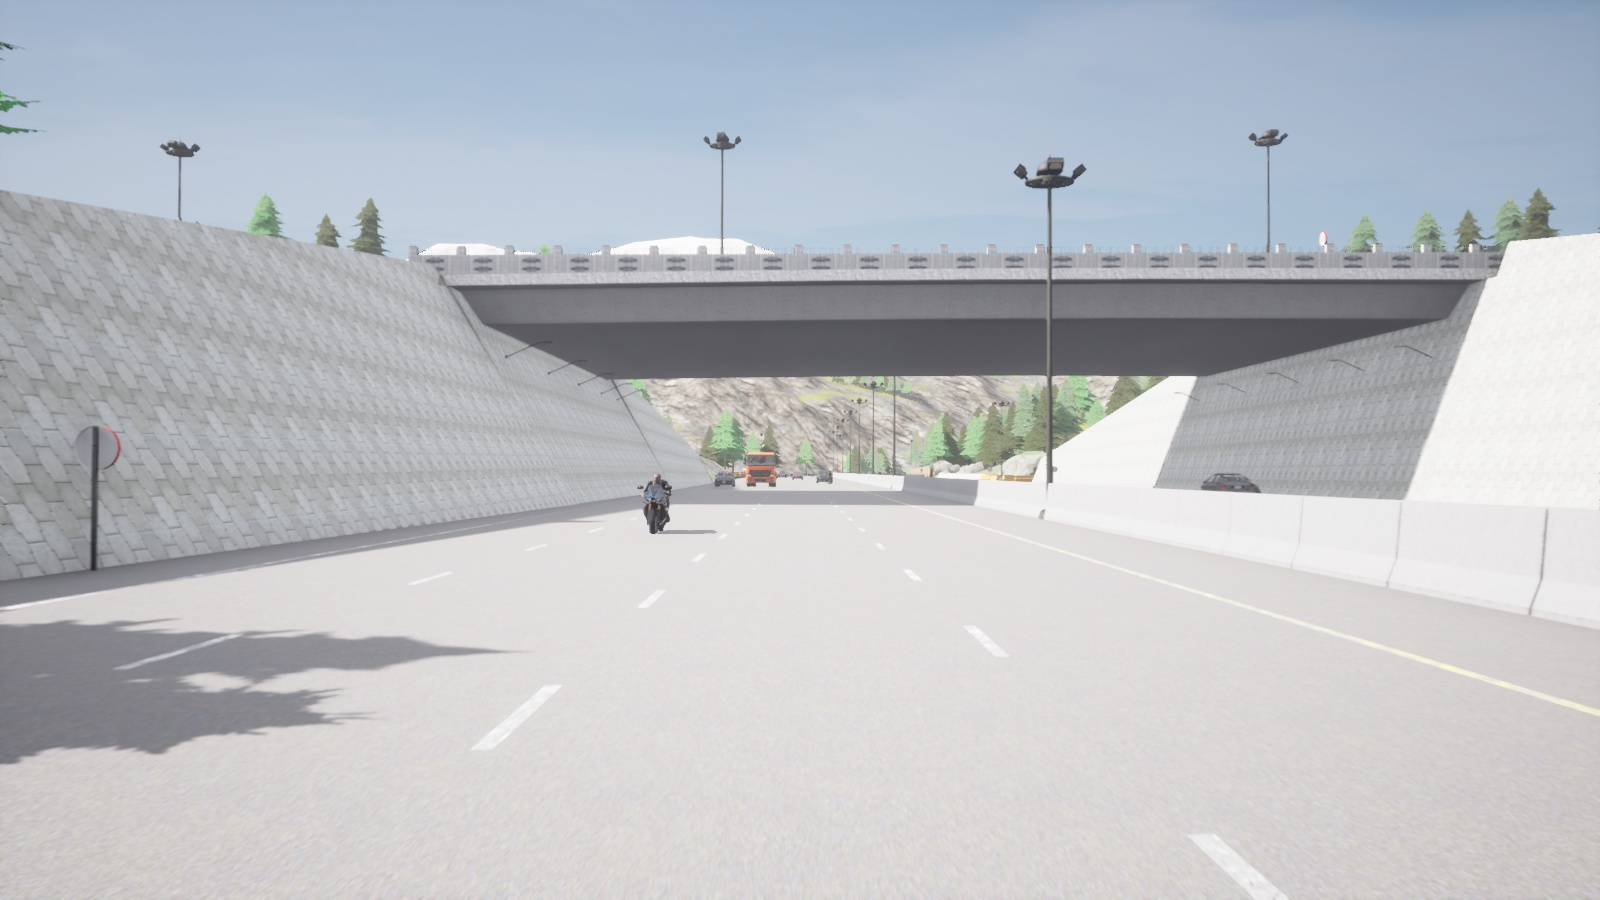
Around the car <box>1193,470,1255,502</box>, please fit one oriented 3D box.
[{"bbox_3d":[20.850,1.746,61.884,1.789,1.549,3.705,0,-1,0],"label":"car"}]

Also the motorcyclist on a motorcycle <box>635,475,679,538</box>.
[{"bbox_3d":[-3.576,1.392,31.543,0.866,1.530,2.191,0,-1,0],"label":"motorcyclist on a motorcycle"}]
